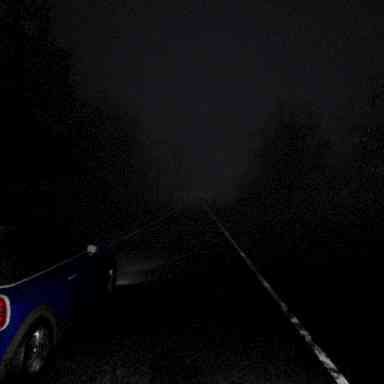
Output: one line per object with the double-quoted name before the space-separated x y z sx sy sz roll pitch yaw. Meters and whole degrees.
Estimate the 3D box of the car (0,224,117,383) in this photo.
"car" -2.744 1.307 5.521 2.097 1.767 4.553 0 0 2
